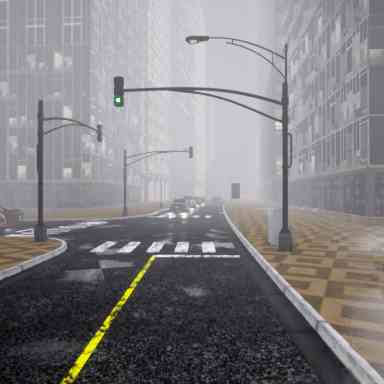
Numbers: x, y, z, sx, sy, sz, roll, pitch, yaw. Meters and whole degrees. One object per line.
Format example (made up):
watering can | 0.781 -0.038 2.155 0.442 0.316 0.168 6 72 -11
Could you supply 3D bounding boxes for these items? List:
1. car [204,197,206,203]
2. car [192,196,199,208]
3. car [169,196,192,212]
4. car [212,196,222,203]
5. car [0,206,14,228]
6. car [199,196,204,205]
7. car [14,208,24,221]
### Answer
car | 1.763 1.530 67.229 1.895 1.301 4.718 0 0 8
car | -0.613 1.320 47.620 2.097 1.767 4.553 0 0 6
car | -1.435 1.485 38.519 1.837 1.490 4.892 0 0 5
car | 5.121 1.470 68.681 2.033 1.411 5.357 0 0 8
car | -14.636 1.581 21.840 4.553 1.767 2.097 -1 0 11
car | 0.455 1.476 57.375 1.812 1.442 4.674 0 0 7
car | -16.480 1.859 28.044 4.403 1.369 2.008 -1 1 10
